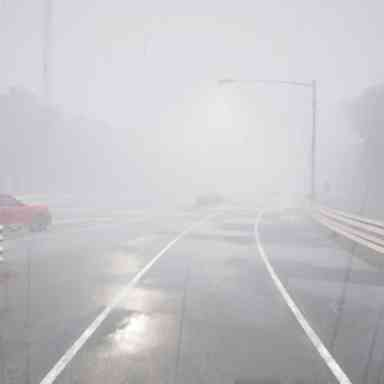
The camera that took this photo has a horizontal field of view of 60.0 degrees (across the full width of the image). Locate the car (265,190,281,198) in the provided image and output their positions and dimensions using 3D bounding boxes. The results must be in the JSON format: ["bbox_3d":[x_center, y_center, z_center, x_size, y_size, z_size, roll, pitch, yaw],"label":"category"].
[{"bbox_3d":[14.648,0.316,60.452,1.812,1.442,4.674,1,1,28],"label":"car"}]

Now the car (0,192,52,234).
[{"bbox_3d":[-9.056,1.000,14.857,2.150,2.045,5.566,1,1,27],"label":"car"}]

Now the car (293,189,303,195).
[{"bbox_3d":[26.719,-0.040,83.533,1.895,1.301,4.718,1,1,28],"label":"car"}]

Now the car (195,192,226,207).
[{"bbox_3d":[2.127,0.792,36.374,1.882,1.535,5.008,1,2,27],"label":"car"}]
